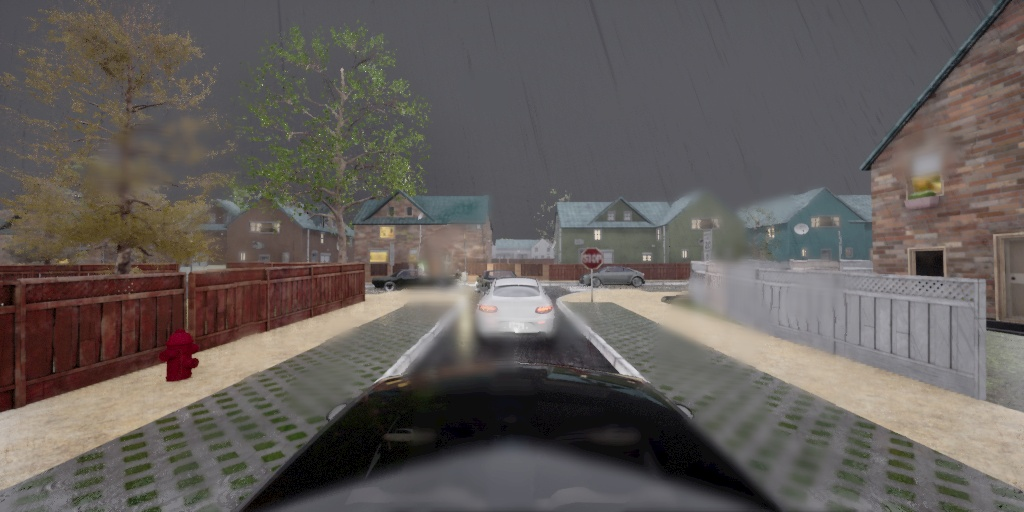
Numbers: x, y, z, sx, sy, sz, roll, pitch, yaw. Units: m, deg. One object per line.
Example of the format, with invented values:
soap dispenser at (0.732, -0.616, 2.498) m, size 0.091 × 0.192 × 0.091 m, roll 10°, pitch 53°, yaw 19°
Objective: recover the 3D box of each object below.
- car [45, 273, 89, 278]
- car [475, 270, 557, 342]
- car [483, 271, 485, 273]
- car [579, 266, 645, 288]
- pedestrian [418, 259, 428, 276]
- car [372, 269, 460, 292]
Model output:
car at (-25.600, 1.632, 21.169) m, size 4.718 × 1.301 × 1.895 m, roll -1°, pitch -1°, yaw 1°
car at (0.106, 1.279, 9.685) m, size 1.812 × 1.442 × 4.674 m, roll 0°, pitch 0°, yaw 0°
car at (-0.750, 1.366, 18.504) m, size 1.895 × 1.301 × 4.718 m, roll 0°, pitch -1°, yaw -12°
car at (6.547, 1.344, 23.677) m, size 4.181 × 1.385 × 1.994 m, roll 0°, pitch -1°, yaw 1°
pedestrian at (-6.691, 1.118, 26.777) m, size 0.375 × 1.860 × 0.375 m, roll 0°, pitch -1°, yaw 1°
car at (-5.475, 1.416, 20.891) m, size 4.718 × 1.301 × 1.895 m, roll -1°, pitch -1°, yaw 1°
